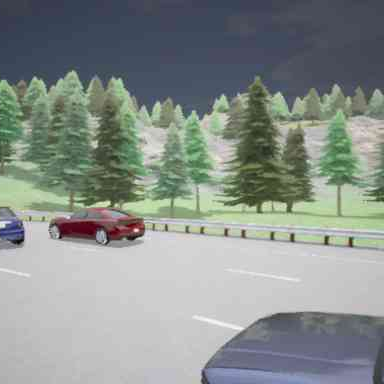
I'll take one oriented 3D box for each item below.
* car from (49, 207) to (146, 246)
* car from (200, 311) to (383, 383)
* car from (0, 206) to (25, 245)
[{"bbox_3d":[-4.409,1.446,15.139,5.008,1.535,1.882,0,0,32],"label":"car"},{"bbox_3d":[2.607,1.542,2.077,5.357,1.411,2.033,0,0,35],"label":"car"},{"bbox_3d":[-9.115,1.325,13.905,4.553,1.767,2.097,0,0,31],"label":"car"}]
